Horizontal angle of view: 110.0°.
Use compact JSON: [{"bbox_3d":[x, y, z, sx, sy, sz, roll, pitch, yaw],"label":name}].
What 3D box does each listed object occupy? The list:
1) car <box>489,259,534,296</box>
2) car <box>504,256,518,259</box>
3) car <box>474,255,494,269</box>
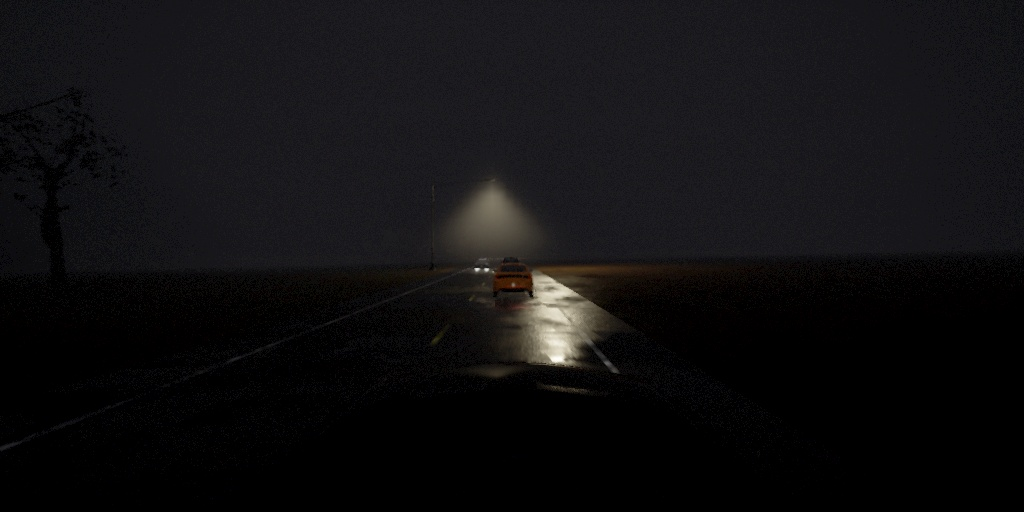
[{"bbox_3d":[0.050,1.087,18.212,1.882,1.535,5.008,0,0,0],"label":"car"},{"bbox_3d":[-0.110,0.820,36.040,2.097,1.767,4.553,0,0,-1],"label":"car"},{"bbox_3d":[-3.929,0.923,48.439,2.033,1.411,5.357,0,0,0],"label":"car"}]
